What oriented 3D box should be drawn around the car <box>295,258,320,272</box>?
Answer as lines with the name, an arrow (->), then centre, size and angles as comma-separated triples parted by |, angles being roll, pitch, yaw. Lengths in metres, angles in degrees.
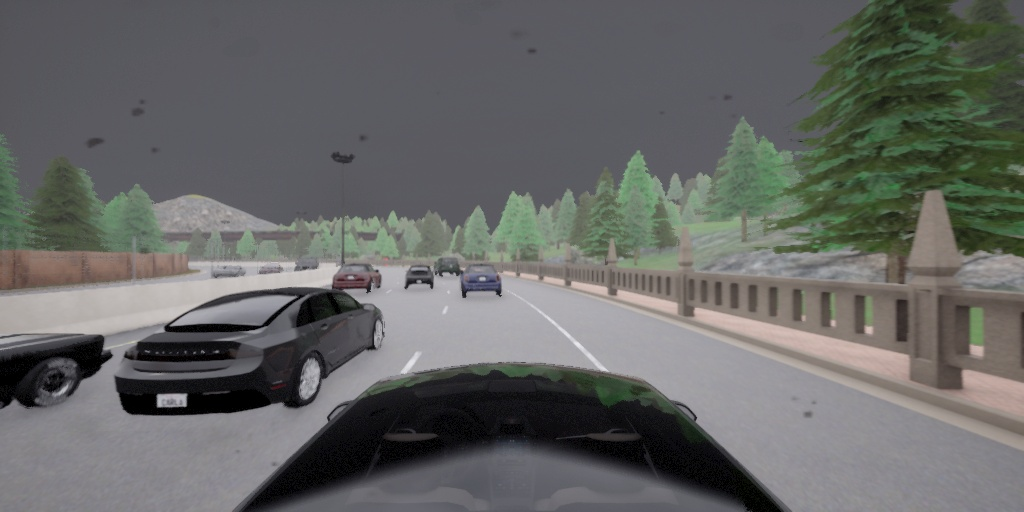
car -> -22.983, 1.228, 40.508 | 2.150, 2.045, 5.566 | 0, 0, -25

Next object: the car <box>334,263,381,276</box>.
car -> -9.314, 1.230, 21.864 | 2.097, 1.767, 4.553 | 0, 0, -11

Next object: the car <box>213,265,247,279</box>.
car -> -29.093, 1.605, 37.072 | 1.895, 1.301, 4.718 | 0, 0, -25

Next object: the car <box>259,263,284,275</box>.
car -> -26.540, 1.538, 39.792 | 1.812, 1.442, 4.674 | 0, -1, -25

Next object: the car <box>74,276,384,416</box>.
car -> -3.707, 1.287, 6.201 | 1.837, 1.490, 4.892 | 0, 0, -3

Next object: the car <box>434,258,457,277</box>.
car -> -7.280, 1.191, 39.700 | 2.150, 2.045, 5.566 | 0, 0, -20

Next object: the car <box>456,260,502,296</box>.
car -> -1.884, 1.206, 20.315 | 2.097, 1.767, 4.553 | 0, 0, -10

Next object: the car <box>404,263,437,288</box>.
car -> -6.478, 1.395, 25.244 | 1.837, 1.490, 4.892 | 0, 0, -13

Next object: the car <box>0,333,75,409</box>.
car -> -7.028, 1.375, 3.302 | 1.895, 1.301, 4.718 | 0, 0, -1
